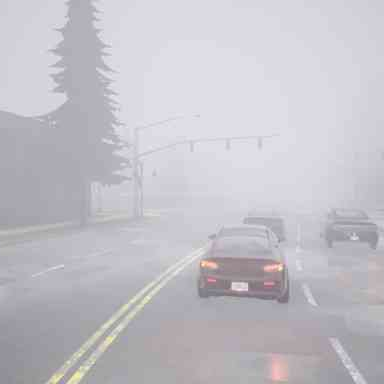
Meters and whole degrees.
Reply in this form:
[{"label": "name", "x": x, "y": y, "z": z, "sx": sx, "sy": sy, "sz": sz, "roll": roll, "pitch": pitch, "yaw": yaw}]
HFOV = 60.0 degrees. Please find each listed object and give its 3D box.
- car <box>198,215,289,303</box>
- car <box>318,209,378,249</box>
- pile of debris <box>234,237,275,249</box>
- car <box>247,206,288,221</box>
[{"label": "car", "x": 1.323, "y": 1.526, "z": 8.200, "sx": 1.812, "sy": 1.442, "sz": 4.674, "roll": 0, "pitch": 0, "yaw": 12}, {"label": "car", "x": 6.753, "y": 1.492, "z": 14.671, "sx": 2.128, "sy": 1.511, "sz": 4.902, "roll": 0, "pitch": 0, "yaw": 17}, {"label": "pile of debris", "x": 2.728, "y": 2.175, "z": 14.287, "sx": 1.500, "sy": 0.140, "sz": 1.860, "roll": 0, "pitch": 0, "yaw": 18}, {"label": "car", "x": 3.827, "y": 1.478, "z": 17.116, "sx": 1.882, "sy": 1.535, "sz": 5.008, "roll": 0, "pitch": 0, "yaw": 18}]
